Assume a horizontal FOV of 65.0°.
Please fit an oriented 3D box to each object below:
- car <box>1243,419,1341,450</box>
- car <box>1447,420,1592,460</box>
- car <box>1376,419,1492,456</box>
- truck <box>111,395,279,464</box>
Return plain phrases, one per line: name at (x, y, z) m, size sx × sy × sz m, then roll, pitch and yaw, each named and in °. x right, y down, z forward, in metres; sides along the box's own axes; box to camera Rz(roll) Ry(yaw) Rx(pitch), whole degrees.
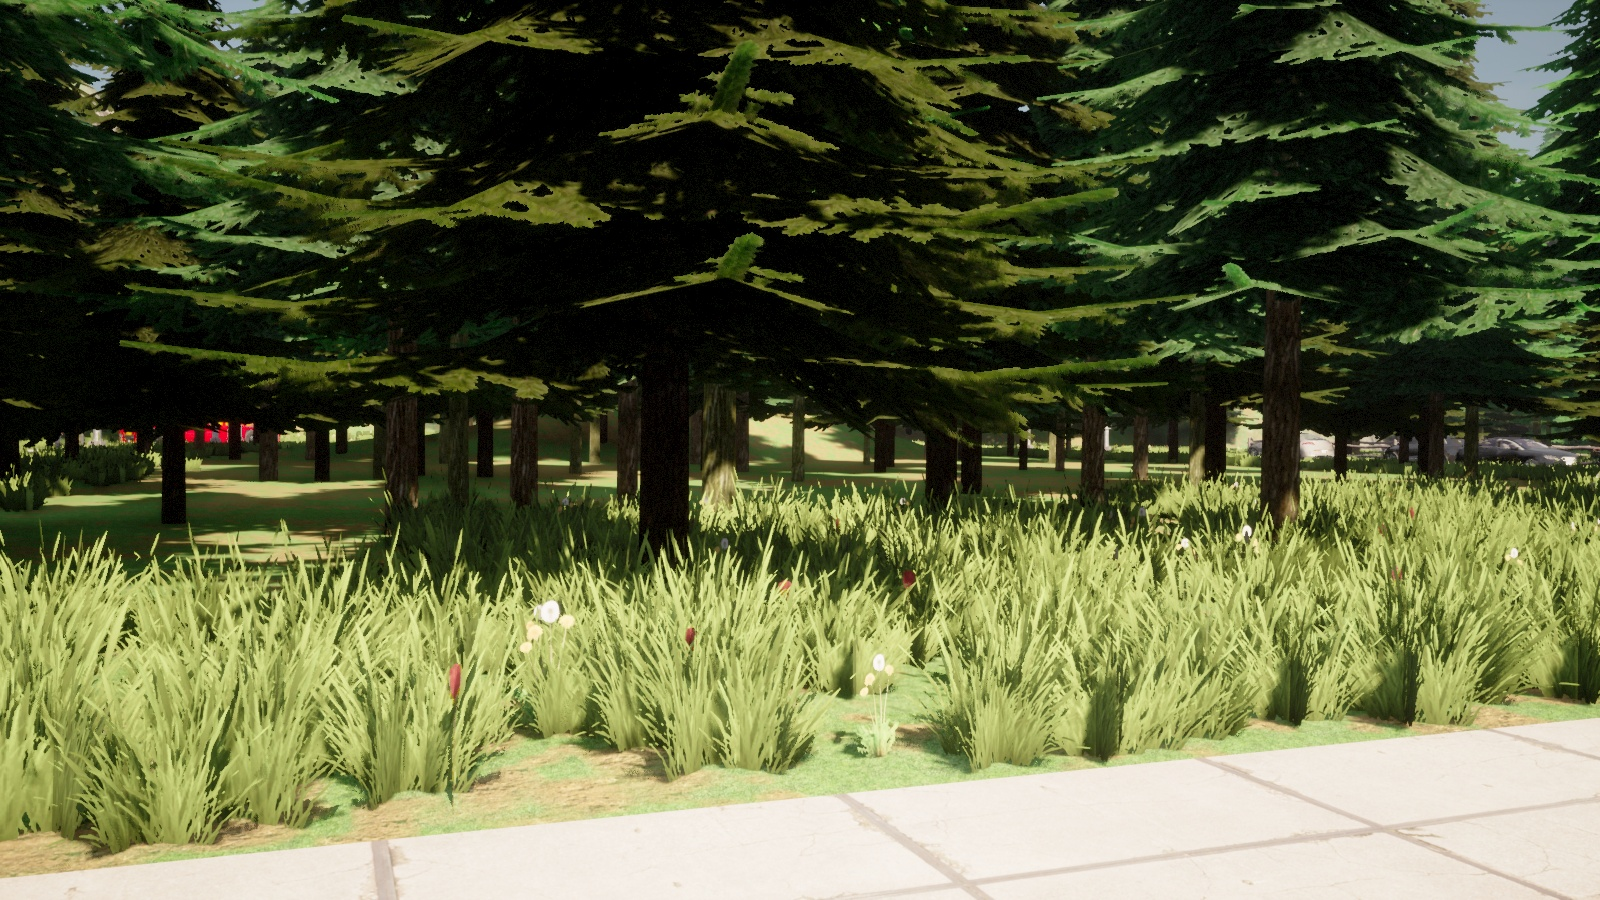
car at (26.747, -0.852, 68.436) m, size 2.152 × 1.651 × 5.027 m, roll -1°, pitch 1°, yaw -20°
car at (29.203, -0.420, 51.156) m, size 2.128 × 1.511 × 4.902 m, roll -1°, pitch 1°, yaw -20°
car at (29.944, -0.590, 59.509) m, size 2.033 × 1.649 × 4.856 m, roll -1°, pitch 1°, yaw -20°
truck at (-35.417, -1.213, 73.895) m, size 2.891 × 3.827 × 8.468 m, roll 0°, pitch 1°, yaw 37°
